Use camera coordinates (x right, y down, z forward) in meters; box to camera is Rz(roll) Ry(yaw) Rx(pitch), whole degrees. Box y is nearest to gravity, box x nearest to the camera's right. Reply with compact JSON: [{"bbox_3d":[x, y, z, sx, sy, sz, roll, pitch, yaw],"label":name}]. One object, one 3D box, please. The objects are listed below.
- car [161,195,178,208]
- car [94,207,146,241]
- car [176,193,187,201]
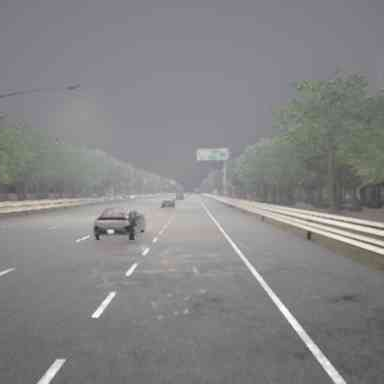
[{"bbox_3d":[-3.379,1.528,48.224,1.812,1.442,4.674,0,0,0],"label":"car"},{"bbox_3d":[-3.487,1.495,16.714,2.128,1.511,4.902,0,0,0],"label":"car"},{"bbox_3d":[-3.143,1.192,87.482,2.150,2.045,5.566,0,0,0],"label":"car"}]
